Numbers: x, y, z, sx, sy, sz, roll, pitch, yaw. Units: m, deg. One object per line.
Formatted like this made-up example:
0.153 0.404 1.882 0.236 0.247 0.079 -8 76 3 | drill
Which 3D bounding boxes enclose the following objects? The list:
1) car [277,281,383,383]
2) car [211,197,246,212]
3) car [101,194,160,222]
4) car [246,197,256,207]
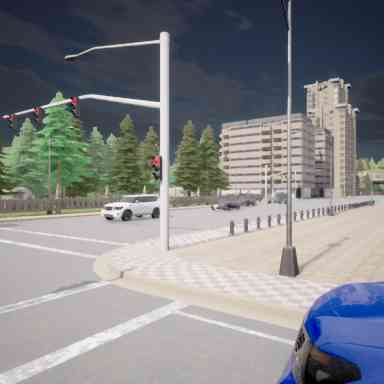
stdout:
3.280 1.221 1.626 5.566 2.045 2.150 0 0 36 | car
4.087 1.490 39.555 2.128 1.511 4.902 0 0 36 | car
-4.720 1.221 27.217 2.150 2.045 5.566 0 0 35 | car
8.239 1.492 51.310 2.128 1.511 4.902 0 0 36 | car
